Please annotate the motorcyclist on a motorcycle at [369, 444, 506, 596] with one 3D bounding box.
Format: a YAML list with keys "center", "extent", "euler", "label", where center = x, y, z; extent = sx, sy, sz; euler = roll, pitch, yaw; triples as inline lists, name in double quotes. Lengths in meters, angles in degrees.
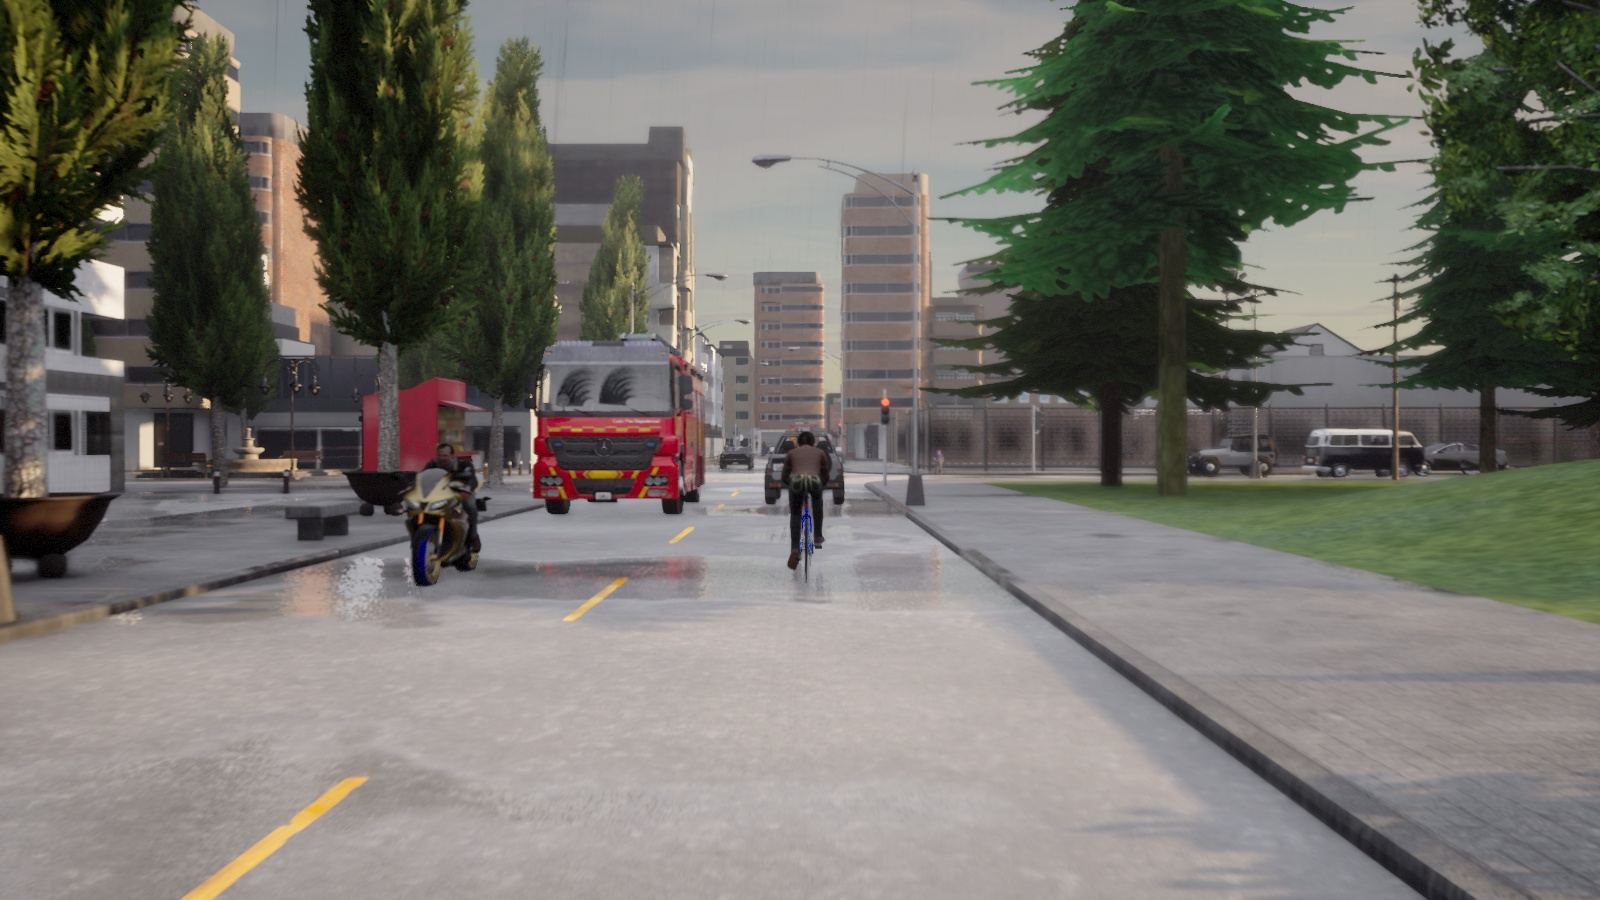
- center: [-3.912, 0.701, 13.768]
  extent: [0.866, 1.530, 2.191]
  euler: [0, 0, 0]
  label: "motorcyclist on a motorcycle"

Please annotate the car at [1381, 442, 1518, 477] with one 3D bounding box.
- center: [28.388, 0.416, 54.992]
  extent: [4.902, 1.511, 2.128]
  euler: [0, 0, 0]
  label: "car"

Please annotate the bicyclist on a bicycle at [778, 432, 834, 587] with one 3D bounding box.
- center: [0.073, 0.621, 13.908]
  extent: [0.582, 1.620, 1.656]
  euler: [0, 0, 1]
  label: "bicyclist on a bicycle"

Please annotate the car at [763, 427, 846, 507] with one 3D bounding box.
- center: [0.148, 0.387, 31.364]
  extent: [1.932, 1.855, 4.605]
  euler: [0, 0, 1]
  label: "car"

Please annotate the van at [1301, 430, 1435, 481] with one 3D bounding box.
- center: [23.010, 0.201, 51.013]
  extent: [4.480, 2.038, 2.069]
  euler: [0, 0, 0]
  label: "van"

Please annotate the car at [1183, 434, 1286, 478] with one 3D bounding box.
- center: [19.016, 0.248, 55.069]
  extent: [3.866, 1.878, 1.905]
  euler: [0, 0, -1]
  label: "car"

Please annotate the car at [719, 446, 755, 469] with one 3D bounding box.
- center: [-3.683, 0.429, 73.748]
  extent: [1.895, 1.301, 4.718]
  euler: [0, 0, 0]
  label: "car"

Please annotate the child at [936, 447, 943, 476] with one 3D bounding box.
- center: [6.180, 0.506, 55.744]
  extent: [0.270, 1.263, 0.437]
  euler: [0, 0, 0]
  label: "child"

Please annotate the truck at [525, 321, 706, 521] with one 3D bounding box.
- center: [-3.856, -0.581, 28.330]
  extent: [2.891, 3.827, 8.468]
  euler: [0, 0, 0]
  label: "truck"
